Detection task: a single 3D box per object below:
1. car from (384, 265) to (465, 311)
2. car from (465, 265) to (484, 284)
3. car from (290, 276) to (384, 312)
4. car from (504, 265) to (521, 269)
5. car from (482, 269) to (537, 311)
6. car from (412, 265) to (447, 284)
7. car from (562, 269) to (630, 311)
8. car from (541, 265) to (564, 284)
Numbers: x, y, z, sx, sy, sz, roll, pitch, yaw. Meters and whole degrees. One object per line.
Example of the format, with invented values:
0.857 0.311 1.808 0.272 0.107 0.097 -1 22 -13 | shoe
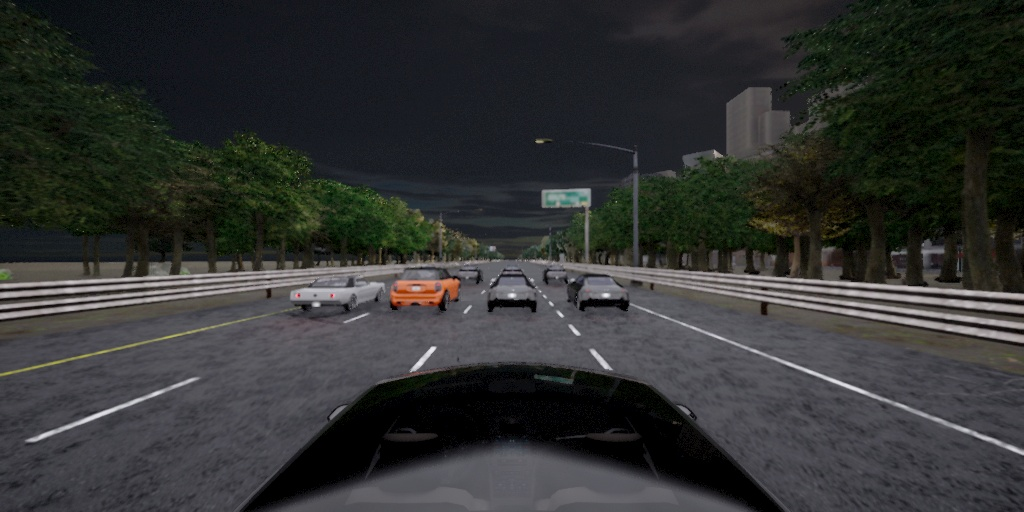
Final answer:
-3.479 1.230 15.223 2.097 1.767 4.553 0 -1 1 | car
-3.459 1.507 30.293 2.128 1.511 4.902 0 0 1 | car
-6.984 1.478 15.058 1.895 1.301 4.718 0 -1 1 | car
0.041 1.507 30.285 2.128 1.511 4.902 0 0 1 | car
0.021 1.444 15.244 1.994 1.385 4.181 0 0 0 | car
-6.954 1.543 30.692 1.812 1.442 4.674 0 0 1 | car
3.520 1.444 15.333 1.994 1.385 4.181 0 0 1 | car
3.541 1.507 30.281 2.128 1.511 4.902 0 0 1 | car
